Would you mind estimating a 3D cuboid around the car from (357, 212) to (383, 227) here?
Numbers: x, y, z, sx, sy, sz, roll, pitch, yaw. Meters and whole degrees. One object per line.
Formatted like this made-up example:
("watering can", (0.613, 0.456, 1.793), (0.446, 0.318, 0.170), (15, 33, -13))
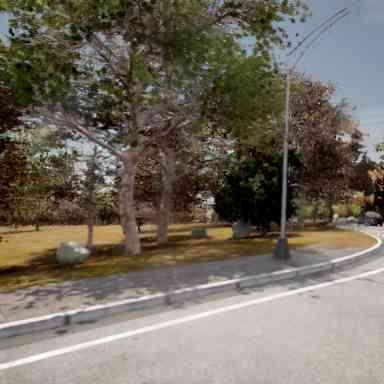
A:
("car", (19.662, 3.005, 36.689), (1.837, 1.490, 4.892), (-1, -3, 40))
